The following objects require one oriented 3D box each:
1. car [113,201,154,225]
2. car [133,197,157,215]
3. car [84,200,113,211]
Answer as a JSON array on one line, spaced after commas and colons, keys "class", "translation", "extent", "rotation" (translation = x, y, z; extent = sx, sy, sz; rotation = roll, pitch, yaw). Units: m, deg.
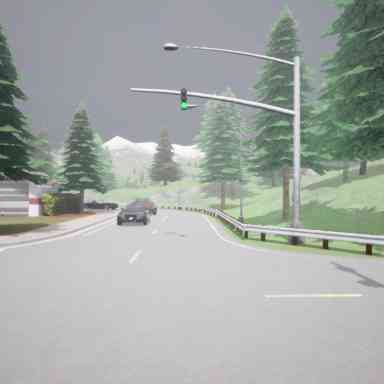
[{"class": "car", "translation": [-4.106, 1.564, 23.874], "extent": [1.994, 1.385, 4.181], "rotation": [0, 0, -2]}, {"class": "car", "translation": [-4.986, 1.352, 33.660], "extent": [2.097, 1.767, 4.553], "rotation": [0, 0, -19]}, {"class": "car", "translation": [-11.596, 1.608, 41.367], "extent": [4.718, 1.301, 1.895], "rotation": [0, 0, 14]}]
